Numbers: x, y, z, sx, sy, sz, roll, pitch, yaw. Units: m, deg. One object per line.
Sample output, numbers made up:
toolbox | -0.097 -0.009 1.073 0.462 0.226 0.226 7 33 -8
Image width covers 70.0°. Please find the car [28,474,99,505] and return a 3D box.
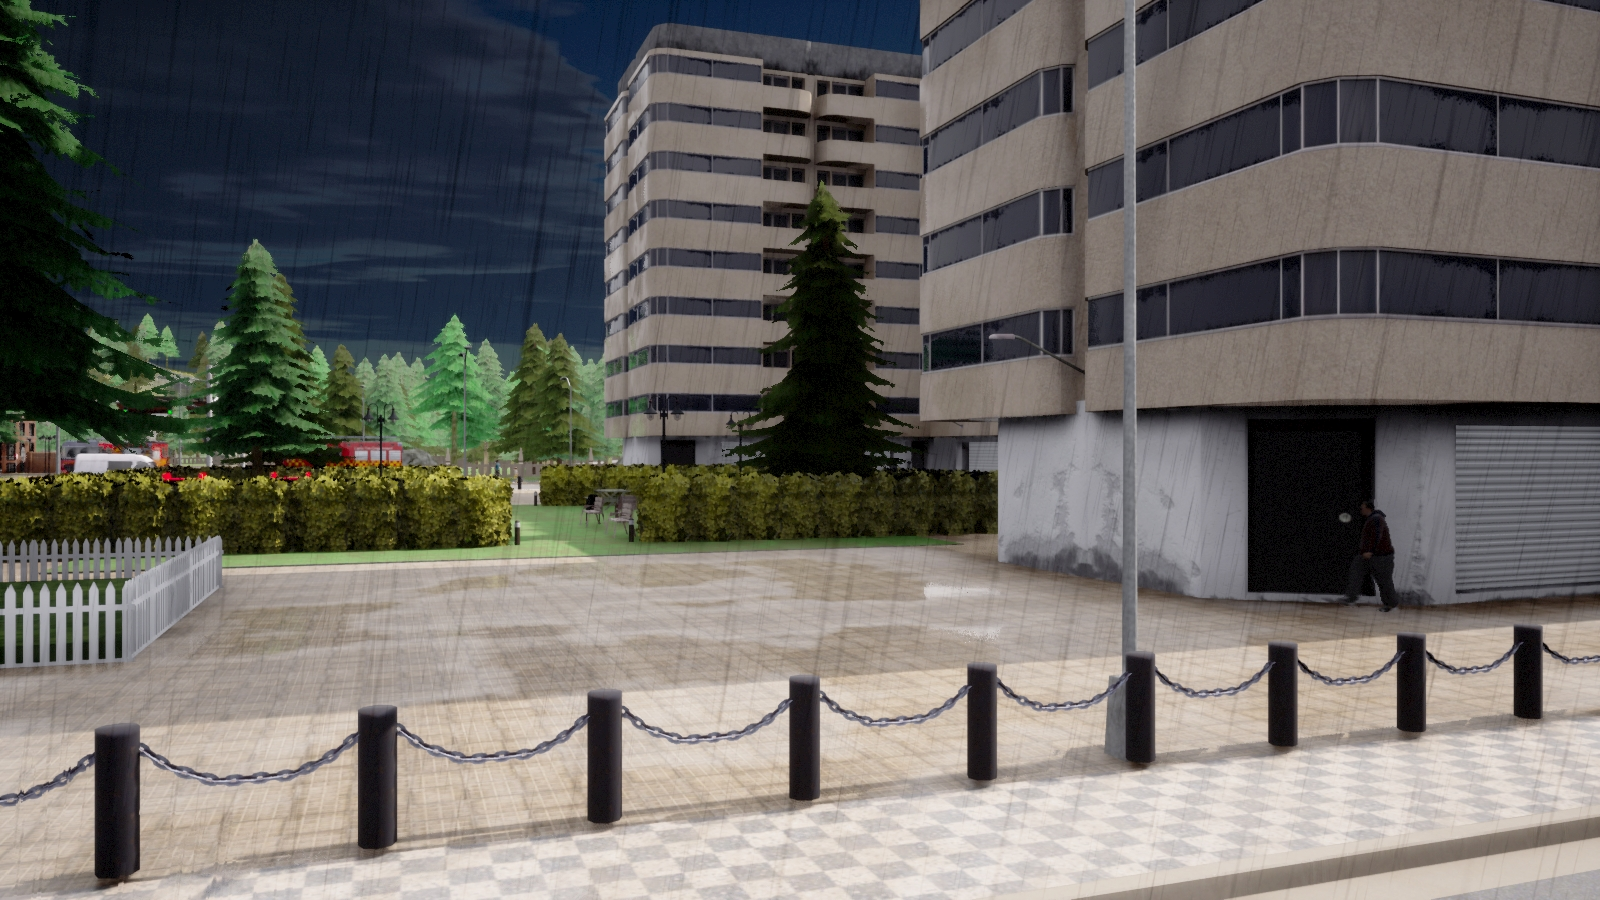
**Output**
car | -39.013 2.063 60.657 2.163 1.488 4.792 0 0 -20

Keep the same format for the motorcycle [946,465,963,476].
motorcycle | 16.084 2.131 119.009 0.803 1.199 2.033 0 0 -20

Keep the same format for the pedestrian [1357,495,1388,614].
pedestrian | 9.195 1.669 18.362 0.375 1.860 0.375 0 0 15
